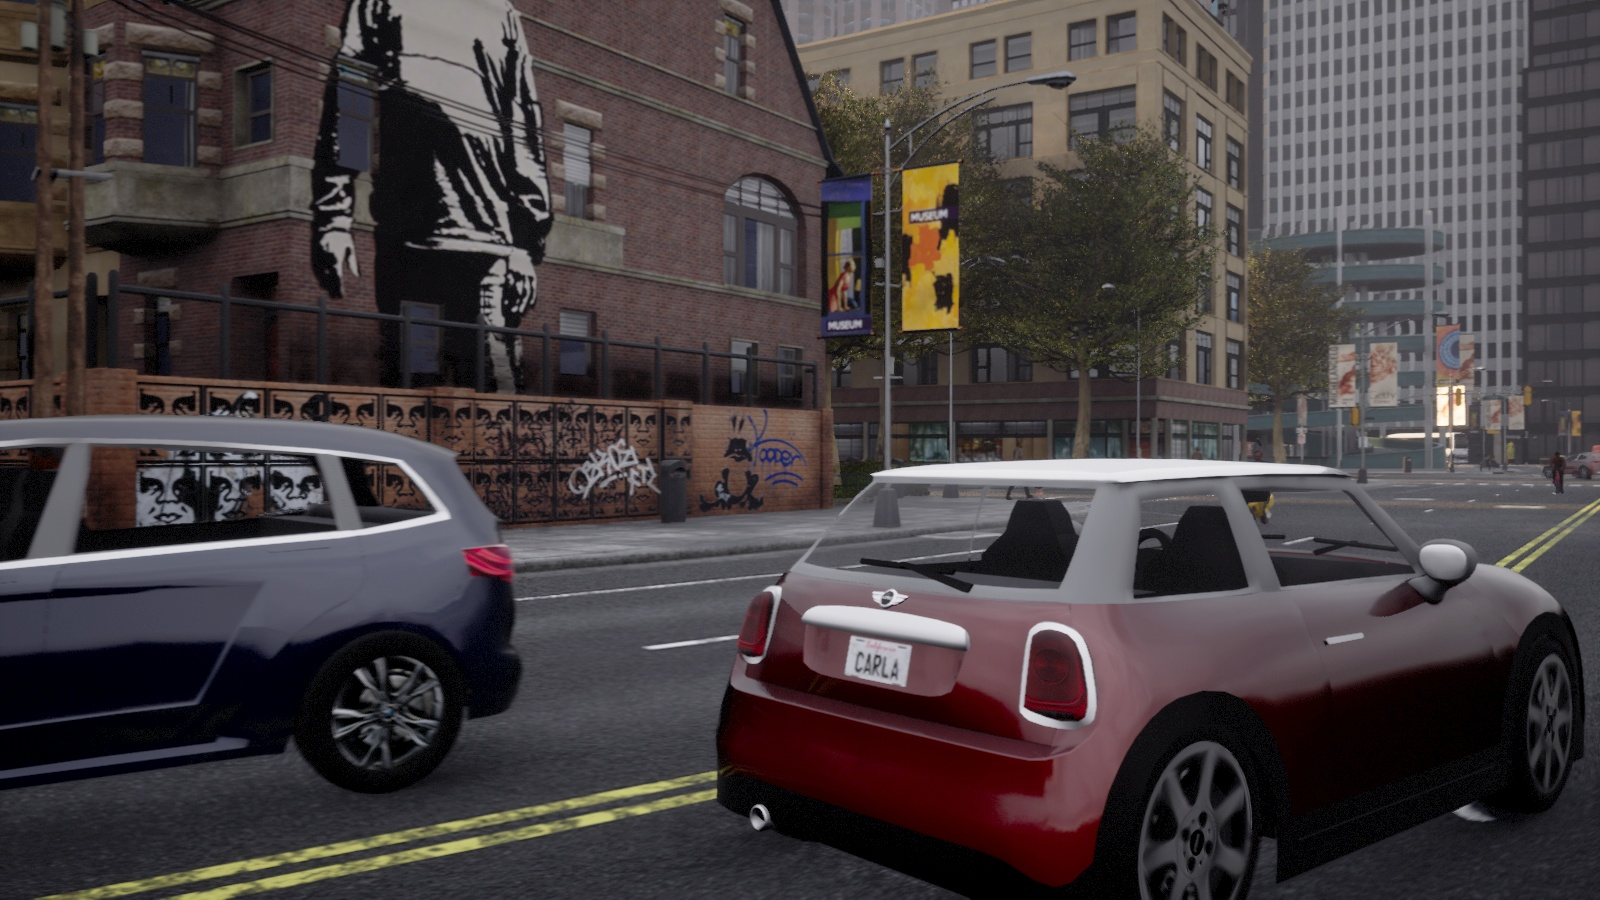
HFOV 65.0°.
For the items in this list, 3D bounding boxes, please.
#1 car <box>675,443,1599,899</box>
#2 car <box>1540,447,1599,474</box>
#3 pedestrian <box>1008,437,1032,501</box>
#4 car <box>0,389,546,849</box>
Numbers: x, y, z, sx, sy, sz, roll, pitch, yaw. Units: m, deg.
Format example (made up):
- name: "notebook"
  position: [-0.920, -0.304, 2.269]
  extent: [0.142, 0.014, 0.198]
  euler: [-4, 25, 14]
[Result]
- name: "car"
  position: [1.627, 0.722, 5.168]
  extent: [3.806, 1.475, 1.970]
  euler: [0, 0, -40]
- name: "car"
  position: [48.242, 0.639, 77.284]
  extent: [2.152, 1.651, 5.027]
  euler: [0, 0, -4]
- name: "pedestrian"
  position: [6.392, 0.542, 36.440]
  extent: [0.634, 1.846, 0.331]
  euler: [0, 0, 1]
- name: "car"
  position: [-3.700, 0.615, 5.346]
  extent: [4.611, 1.667, 2.242]
  euler: [0, 0, -38]
